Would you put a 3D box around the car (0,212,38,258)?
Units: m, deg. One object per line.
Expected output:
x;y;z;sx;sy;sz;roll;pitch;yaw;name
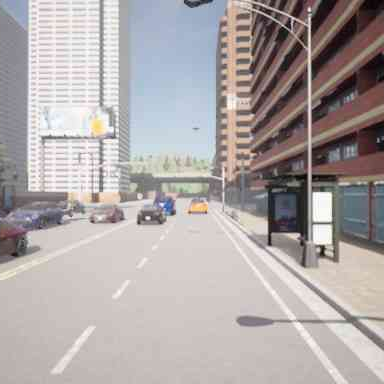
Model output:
-6.961;1.585;10.497;1.812;1.442;4.674;0;0;1;car

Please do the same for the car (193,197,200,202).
1.333;2.038;90.642;1.812;1.442;4.674;0;0;1;car

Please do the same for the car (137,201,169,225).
-3.045;1.670;25.411;1.812;1.442;4.674;0;0;1;car

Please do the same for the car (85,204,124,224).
-6.636;1.675;26.447;1.812;1.442;4.674;0;-1;1;car

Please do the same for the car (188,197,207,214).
0.654;1.572;38.661;2.097;1.767;4.553;0;0;1;car

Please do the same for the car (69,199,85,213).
-10.117;1.293;27.273;1.812;1.442;4.674;0;0;1;car

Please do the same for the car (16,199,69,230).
-10.284;1.475;22.070;2.097;1.767;4.553;0;0;1;car

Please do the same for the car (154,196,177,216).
-2.893;1.421;35.246;2.150;2.045;5.566;0;0;1;car
